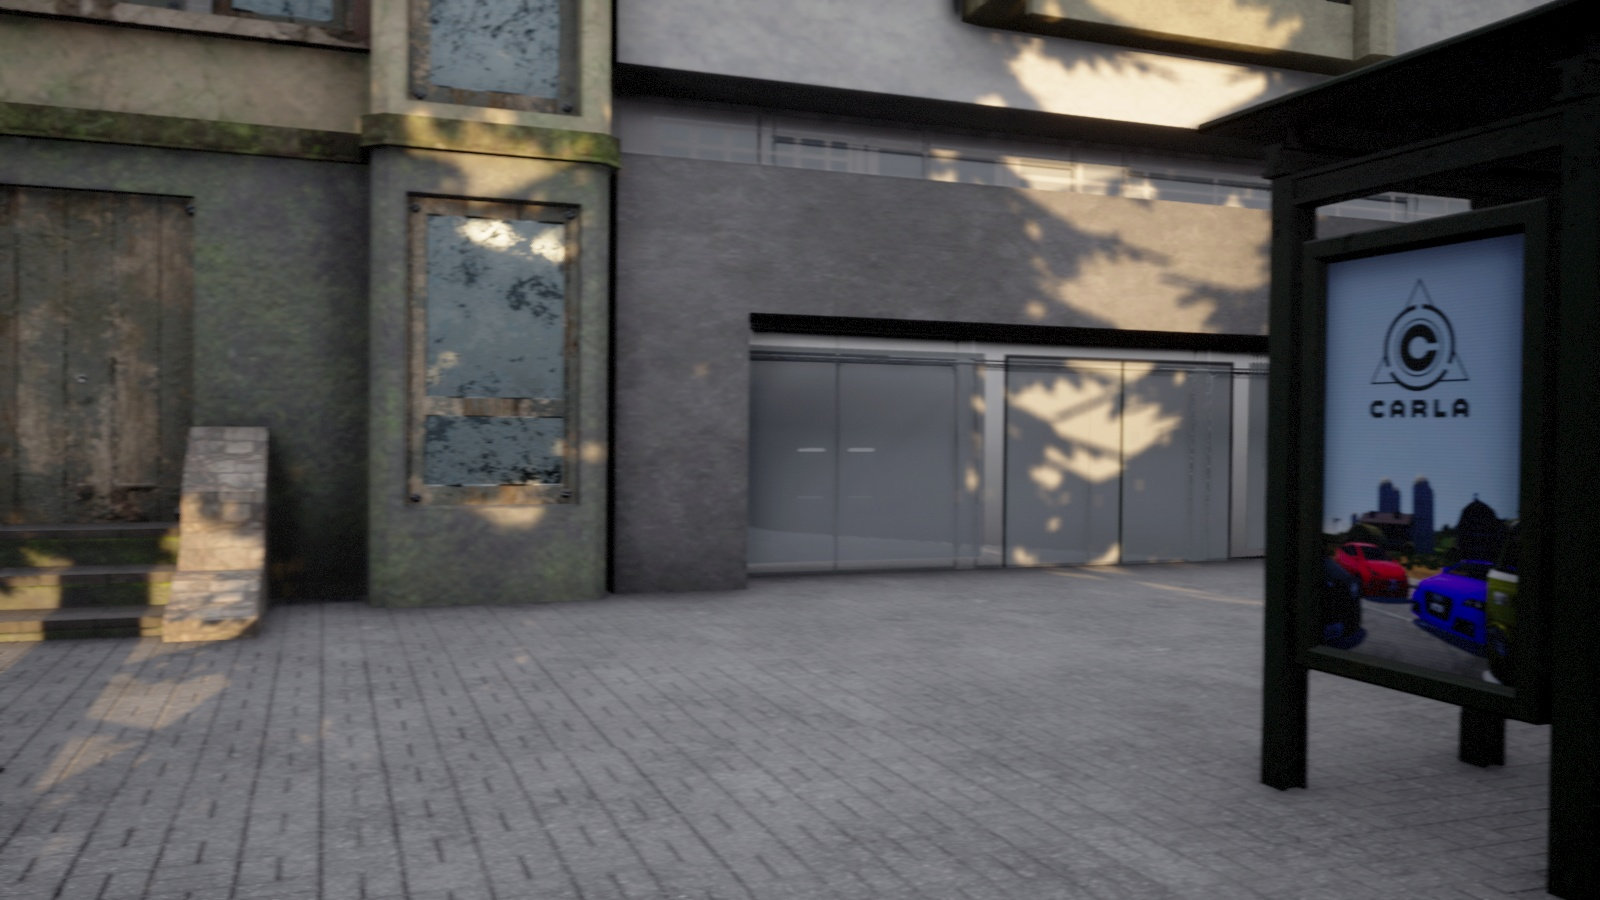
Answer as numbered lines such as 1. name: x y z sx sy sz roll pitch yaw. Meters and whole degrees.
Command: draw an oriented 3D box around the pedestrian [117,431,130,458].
1. pedestrian: -45.717 -0.374 84.853 0.726 1.835 0.370 -1 1 -23
